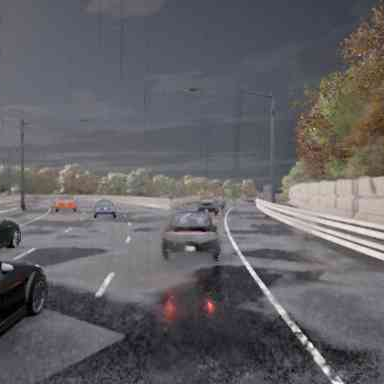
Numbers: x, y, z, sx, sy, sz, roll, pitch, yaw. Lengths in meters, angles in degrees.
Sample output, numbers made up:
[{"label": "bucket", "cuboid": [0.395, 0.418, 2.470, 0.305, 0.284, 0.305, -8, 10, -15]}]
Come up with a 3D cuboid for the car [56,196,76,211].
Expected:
[{"label": "car", "cuboid": [-14.559, 1.229, 38.441, 2.097, 1.767, 4.553, 0, 0, -21]}]

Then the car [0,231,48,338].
[{"label": "car", "cuboid": [-3.696, 1.557, 4.732, 1.994, 1.385, 4.181, 0, 0, -3]}]

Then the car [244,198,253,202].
[{"label": "car", "cuboid": [15.066, 2.268, 88.010, 1.882, 1.535, 5.008, 0, -4, 16]}]

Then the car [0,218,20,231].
[{"label": "car", "cuboid": [-7.776, 1.330, 11.524, 2.097, 1.767, 4.553, 0, 0, -6]}]

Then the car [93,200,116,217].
[{"label": "car", "cuboid": [-7.801, 1.437, 29.628, 2.033, 1.411, 5.357, 0, 0, -16]}]

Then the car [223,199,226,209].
[{"label": "car", "cuboid": [3.123, 1.387, 40.423, 1.895, 1.301, 4.718, 0, 0, 10]}]

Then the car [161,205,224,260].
[{"label": "car", "cuboid": [0.014, 1.431, 12.154, 2.128, 1.511, 4.902, 0, 0, 2]}]

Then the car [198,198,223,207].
[{"label": "car", "cuboid": [1.636, 1.340, 31.758, 1.837, 1.490, 4.892, 0, 0, 8]}]
